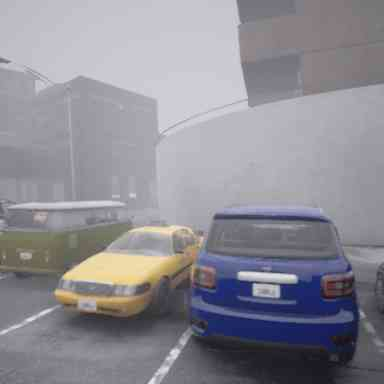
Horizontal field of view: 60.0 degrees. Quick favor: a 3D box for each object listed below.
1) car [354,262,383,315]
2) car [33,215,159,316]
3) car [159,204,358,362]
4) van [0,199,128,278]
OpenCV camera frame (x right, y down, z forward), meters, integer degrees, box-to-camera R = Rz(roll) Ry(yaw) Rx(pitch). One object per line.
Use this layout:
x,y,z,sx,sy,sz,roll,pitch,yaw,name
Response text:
3.990,1.501,4.562,2.231,1.521,4.892,0,-1,16,car
-0.940,1.488,7.868,1.946,1.575,5.366,1,-1,16,car
1.557,1.245,6.343,2.435,2.045,5.566,0,-1,16,car
-3.305,1.266,9.897,1.878,1.987,4.442,0,-1,16,van
